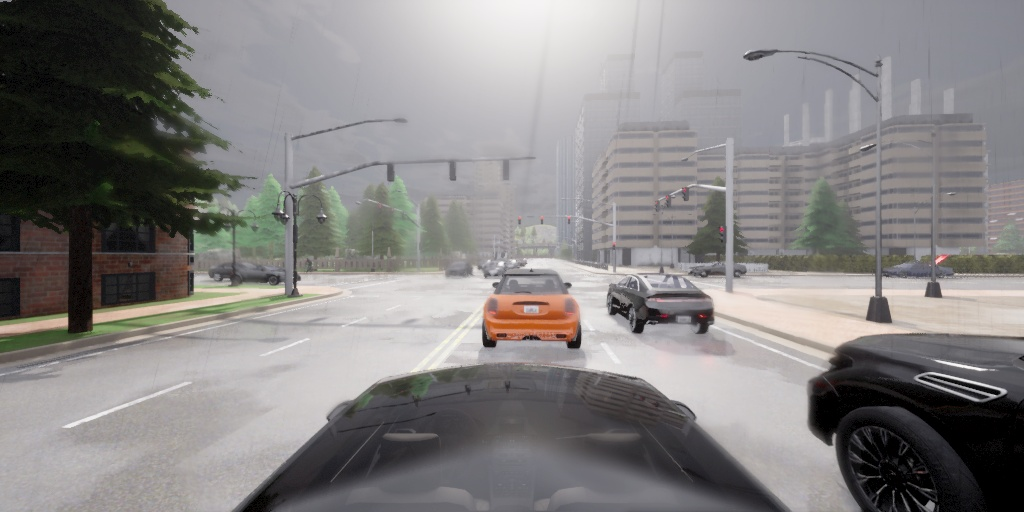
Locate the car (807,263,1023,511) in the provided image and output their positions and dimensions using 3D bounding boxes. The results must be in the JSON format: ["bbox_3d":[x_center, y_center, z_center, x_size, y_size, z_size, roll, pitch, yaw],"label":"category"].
[{"bbox_3d":[3.709,0.972,0.777,2.150,2.045,5.566,0,0,0],"label":"car"}]

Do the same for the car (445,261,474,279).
[{"bbox_3d":[-4.786,1.253,33.268,1.837,1.490,4.892,0,0,6],"label":"car"}]

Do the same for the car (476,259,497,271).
[{"bbox_3d":[-3.440,1.241,49.157,2.128,1.511,4.902,0,0,4],"label":"car"}]

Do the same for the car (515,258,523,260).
[{"bbox_3d":[0.047,1.241,48.855,2.128,1.511,4.902,0,0,4],"label":"car"}]

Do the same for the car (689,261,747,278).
[{"bbox_3d":[19.004,1.241,33.271,4.902,1.511,2.128,0,0,4],"label":"car"}]

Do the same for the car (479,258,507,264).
[{"bbox_3d":[-1.343,1.241,32.345,2.128,1.511,4.902,0,0,6],"label":"car"}]

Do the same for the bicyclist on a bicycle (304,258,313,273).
[{"bbox_3d":[-22.756,1.051,40.073,0.582,1.620,1.656,0,0,4],"label":"bicyclist on a bicycle"}]

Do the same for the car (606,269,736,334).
[{"bbox_3d":[4.093,1.241,10.614,2.128,1.511,4.902,0,0,4],"label":"car"}]

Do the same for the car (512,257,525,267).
[{"bbox_3d":[1.224,1.101,64.472,2.097,1.767,4.553,0,0,5],"label":"car"}]

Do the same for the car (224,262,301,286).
[{"bbox_3d":[-17.216,1.314,25.156,4.181,1.385,1.994,0,0,4],"label":"car"}]

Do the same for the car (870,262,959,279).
[{"bbox_3d":[35.858,1.297,32.054,5.357,1.411,2.033,0,0,4],"label":"car"}]

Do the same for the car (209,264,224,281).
[{"bbox_3d":[-21.704,1.255,28.993,4.892,1.490,1.837,0,0,4],"label":"car"}]

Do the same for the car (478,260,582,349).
[{"bbox_3d":[0.518,1.102,9.387,2.097,1.767,4.553,0,0,3],"label":"car"}]
